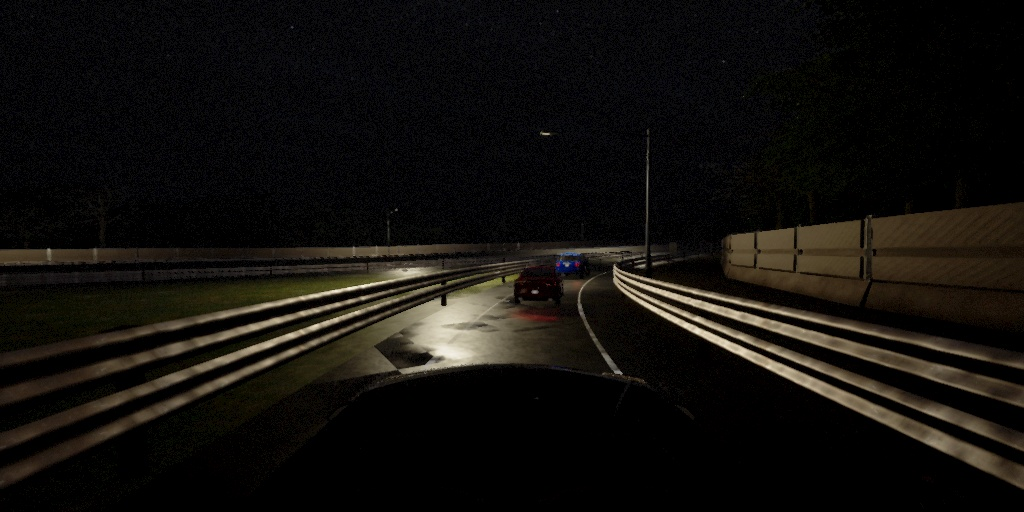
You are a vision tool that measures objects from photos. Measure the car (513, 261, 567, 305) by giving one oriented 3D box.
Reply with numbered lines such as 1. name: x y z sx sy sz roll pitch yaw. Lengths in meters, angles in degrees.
1. car: 1.311 1.204 16.106 1.882 1.535 5.008 0 0 10

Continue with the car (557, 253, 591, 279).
1. car: 5.211 0.788 30.275 2.150 2.045 5.566 1 1 20
